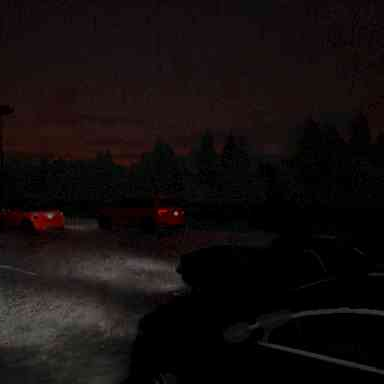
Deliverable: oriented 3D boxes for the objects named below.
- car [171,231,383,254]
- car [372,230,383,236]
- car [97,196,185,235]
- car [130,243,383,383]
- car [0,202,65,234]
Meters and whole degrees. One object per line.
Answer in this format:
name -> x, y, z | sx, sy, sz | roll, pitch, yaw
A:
car -> 2.000, 1.602, 6.865 | 4.718, 1.301, 1.895 | 0, 0, 36
car -> 5.788, 1.547, 8.462 | 5.357, 1.411, 2.033 | 0, 0, 36
car -> -3.015, 1.230, 19.044 | 5.566, 2.045, 2.150 | 0, 0, 36
car -> 1.582, 1.492, 2.865 | 4.902, 1.511, 2.128 | 0, 0, 36
car -> -9.467, 1.364, 19.349 | 4.553, 1.767, 2.097 | 0, 0, 36
